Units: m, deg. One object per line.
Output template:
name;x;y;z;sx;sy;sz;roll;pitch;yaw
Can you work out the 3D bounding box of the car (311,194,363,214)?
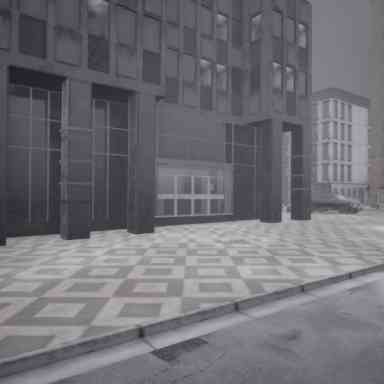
car;14.333;1.189;33.924;2.150;2.045;5.566;1;0;-36
